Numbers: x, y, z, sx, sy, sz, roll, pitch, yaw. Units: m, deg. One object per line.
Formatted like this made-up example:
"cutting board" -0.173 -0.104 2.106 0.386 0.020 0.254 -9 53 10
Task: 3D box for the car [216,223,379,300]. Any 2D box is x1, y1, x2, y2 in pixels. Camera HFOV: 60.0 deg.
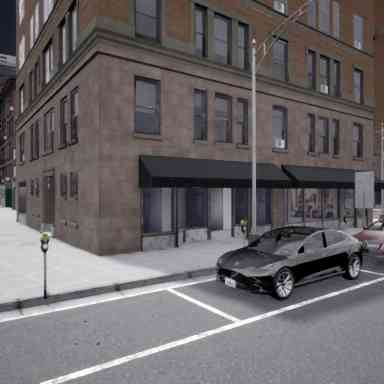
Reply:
"car" 2.592 1.566 8.378 4.313 1.339 1.947 0 0 -35

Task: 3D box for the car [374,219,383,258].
"car" 7.073 1.582 11.569 4.206 1.307 1.802 0 0 -35
